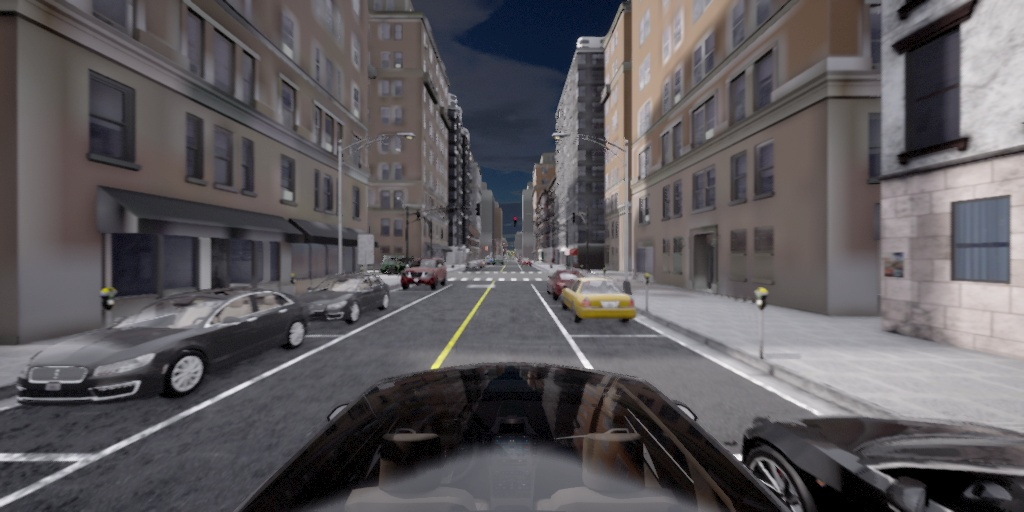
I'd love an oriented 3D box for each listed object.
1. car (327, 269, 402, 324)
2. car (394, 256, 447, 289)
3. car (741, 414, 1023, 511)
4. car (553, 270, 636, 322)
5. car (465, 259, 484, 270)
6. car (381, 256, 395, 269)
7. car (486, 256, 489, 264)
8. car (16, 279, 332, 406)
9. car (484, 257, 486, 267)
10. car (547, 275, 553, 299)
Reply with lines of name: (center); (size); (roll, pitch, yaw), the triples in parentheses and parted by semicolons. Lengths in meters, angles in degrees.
car: (-5.388, 1.287, 11.809); (2.007, 1.370, 4.403); (0, 0, 0)
car: (-5.388, 1.036, 22.634); (2.192, 1.841, 5.009); (0, 0, 0)
car: (2.638, 1.316, 0.974); (1.948, 1.339, 4.313); (0, 0, 0)
car: (2.637, 1.262, 11.970); (1.751, 1.417, 4.829); (0, 0, 0)
car: (-5.389, 1.232, 49.097); (2.007, 1.370, 4.403); (0, 0, 0)
car: (-9.660, 1.000, 34.340); (5.566, 2.045, 2.150); (0, 0, 0)
car: (-5.390, 1.189, 59.835); (1.751, 1.417, 4.829); (0, 0, 0)
car: (-5.387, 1.295, 6.396); (2.007, 1.370, 4.403); (0, 0, 0)
car: (-5.390, 1.218, 54.552); (1.888, 1.381, 4.507); (0, 0, 0)
car: (2.637, 1.311, 17.213); (1.802, 1.307, 4.207); (0, 0, 0)
